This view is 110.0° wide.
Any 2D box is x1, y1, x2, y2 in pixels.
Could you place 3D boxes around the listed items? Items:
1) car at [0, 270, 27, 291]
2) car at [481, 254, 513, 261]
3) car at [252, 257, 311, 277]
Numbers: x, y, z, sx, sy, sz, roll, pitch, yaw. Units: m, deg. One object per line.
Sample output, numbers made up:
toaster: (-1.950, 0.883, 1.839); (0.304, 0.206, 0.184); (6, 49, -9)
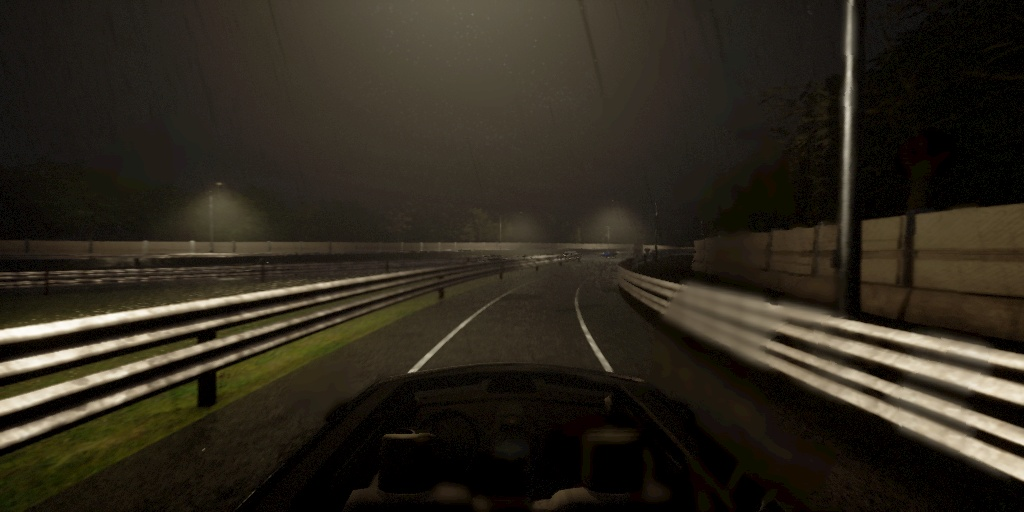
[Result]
car: (-32.407, 1.180, 21.131); (2.097, 1.767, 4.553); (2, 2, 43)
car: (-2.132, 0.369, 53.604); (2.033, 1.411, 5.357); (2, 3, 43)
car: (-21.203, 0.909, 33.150); (2.097, 1.767, 4.553); (2, 3, 43)
